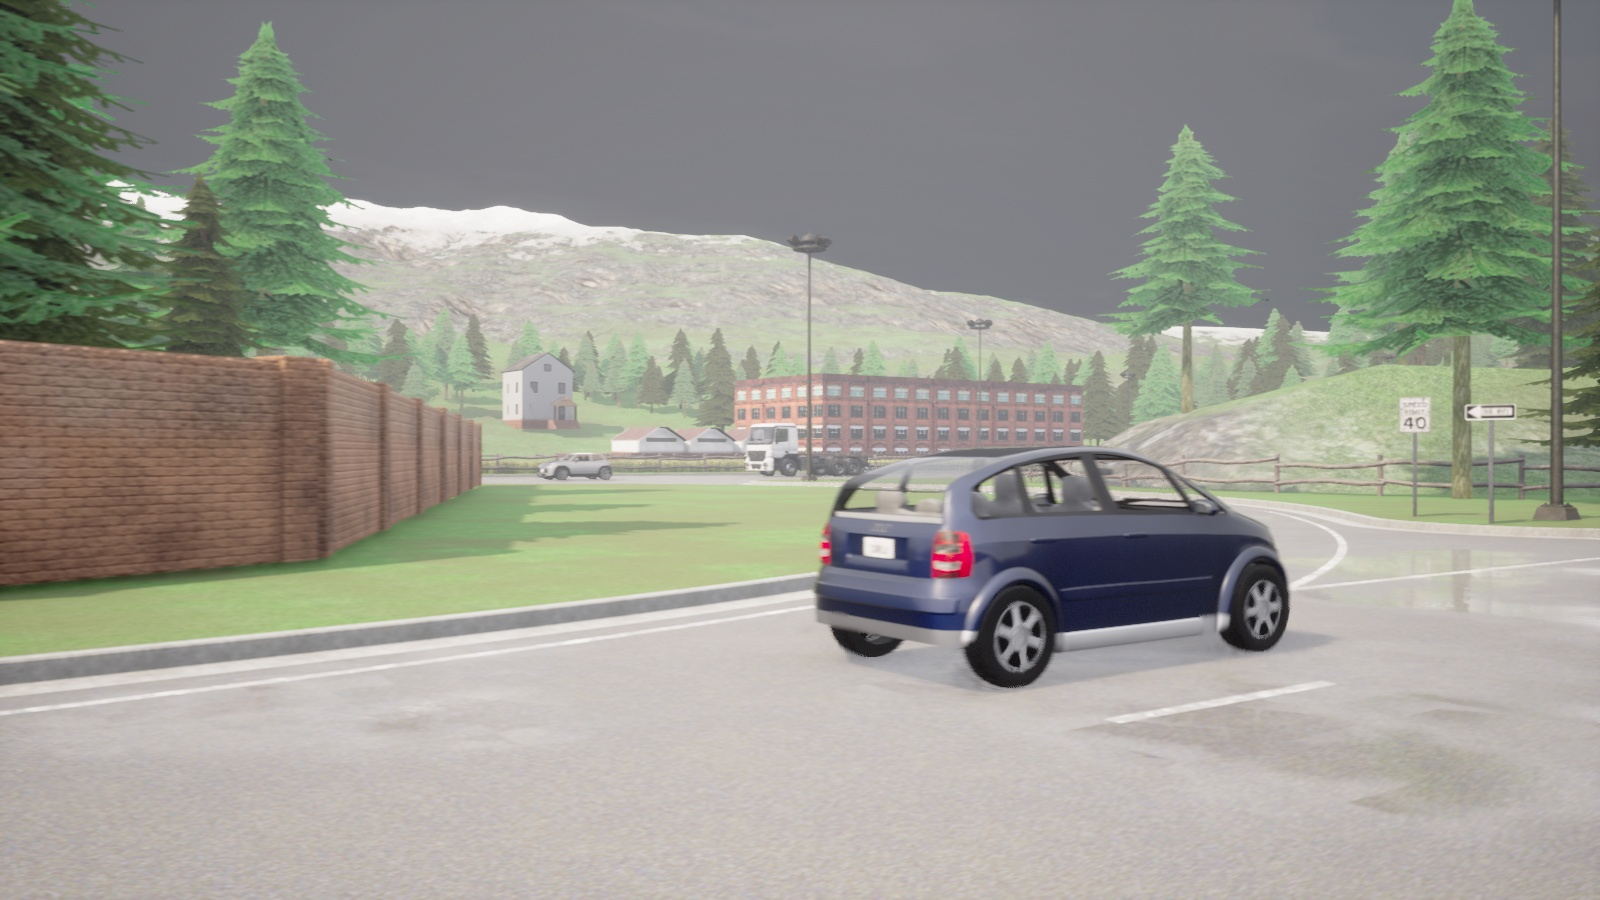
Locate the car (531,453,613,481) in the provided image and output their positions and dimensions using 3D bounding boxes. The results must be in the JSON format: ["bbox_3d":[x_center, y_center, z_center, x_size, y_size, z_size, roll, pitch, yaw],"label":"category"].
[{"bbox_3d":[-12.200,0.901,67.221,3.806,1.475,1.970,0,0,-35],"label":"car"}]

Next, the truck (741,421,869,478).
[{"bbox_3d":[0.386,-0.041,80.195,7.936,3.462,2.891,0,0,-35],"label":"truck"}]

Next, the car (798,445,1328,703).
[{"bbox_3d":[2.022,0.742,9.331,3.705,1.549,1.789,0,0,-35],"label":"car"}]
